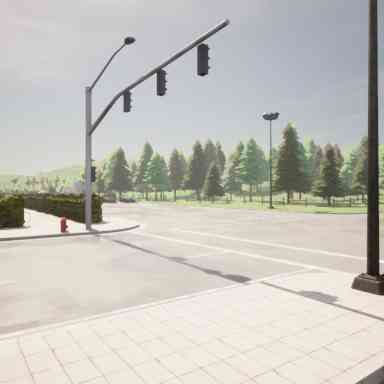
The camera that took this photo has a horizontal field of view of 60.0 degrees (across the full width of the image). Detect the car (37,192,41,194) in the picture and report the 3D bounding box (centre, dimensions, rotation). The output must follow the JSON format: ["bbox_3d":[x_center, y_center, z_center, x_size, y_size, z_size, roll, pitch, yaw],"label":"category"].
[{"bbox_3d":[-29.773,1.057,65.859,2.150,2.045,5.566,0,0,-34],"label":"car"}]

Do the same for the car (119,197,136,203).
[{"bbox_3d":[-12.980,1.600,66.325,1.895,1.301,4.718,0,0,-34],"label":"car"}]

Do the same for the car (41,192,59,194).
[{"bbox_3d":[-24.108,1.221,57.614,2.150,2.045,5.566,0,0,-34],"label":"car"}]

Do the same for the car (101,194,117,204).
[{"bbox_3d":[-16.578,1.600,65.373,1.895,1.301,4.718,0,0,-34],"label":"car"}]
